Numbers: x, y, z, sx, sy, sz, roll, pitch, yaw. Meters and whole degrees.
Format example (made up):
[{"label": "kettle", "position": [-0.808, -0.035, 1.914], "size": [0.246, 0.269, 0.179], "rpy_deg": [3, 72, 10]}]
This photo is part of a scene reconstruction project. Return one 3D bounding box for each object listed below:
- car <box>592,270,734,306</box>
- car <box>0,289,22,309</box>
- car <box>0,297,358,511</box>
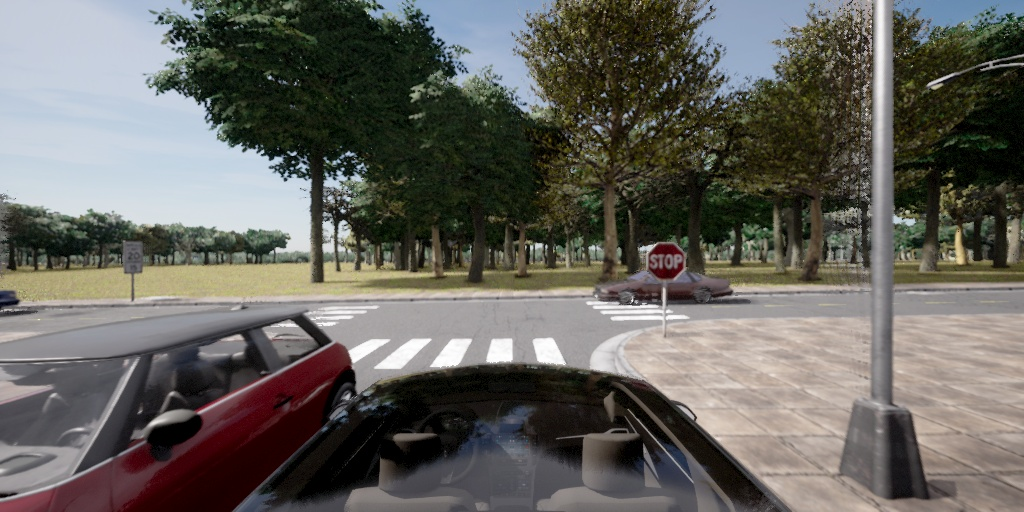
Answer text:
[{"label": "car", "position": [6.188, 1.237, 14.998], "size": [5.357, 1.411, 2.033], "rpy_deg": [-1, 0, 0]}, {"label": "car", "position": [-24.234, 1.823, 15.027], "size": [5.357, 1.411, 2.033], "rpy_deg": [-1, 0, 0]}, {"label": "car", "position": [-2.639, 1.194, 2.235], "size": [1.967, 1.591, 4.097], "rpy_deg": [0, 0, 0]}]
